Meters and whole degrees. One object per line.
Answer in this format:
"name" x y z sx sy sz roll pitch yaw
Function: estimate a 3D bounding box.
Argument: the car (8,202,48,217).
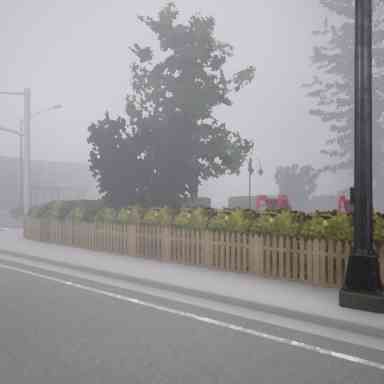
"car" -13.989 1.601 30.301 1.895 1.301 4.718 0 0 35
